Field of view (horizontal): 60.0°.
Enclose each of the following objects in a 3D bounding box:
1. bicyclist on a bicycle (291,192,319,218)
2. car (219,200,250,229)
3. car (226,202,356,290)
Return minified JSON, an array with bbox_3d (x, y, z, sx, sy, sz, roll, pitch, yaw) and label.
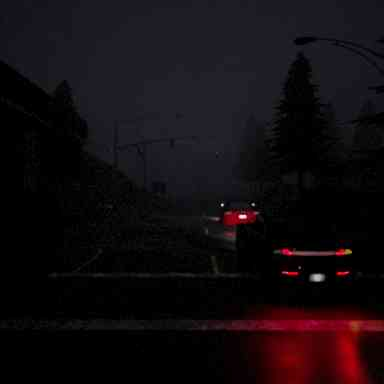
[{"bbox_3d":[6.405,0.837,18.919,1.656,1.620,0.582,0,1,1],"label":"bicyclist on a bicycle"},{"bbox_3d":[2.562,1.123,18.287,1.994,1.385,4.181,-1,2,2],"label":"car"},{"bbox_3d":[2.245,1.240,8.337,2.128,1.511,4.902,0,2,0],"label":"car"}]
